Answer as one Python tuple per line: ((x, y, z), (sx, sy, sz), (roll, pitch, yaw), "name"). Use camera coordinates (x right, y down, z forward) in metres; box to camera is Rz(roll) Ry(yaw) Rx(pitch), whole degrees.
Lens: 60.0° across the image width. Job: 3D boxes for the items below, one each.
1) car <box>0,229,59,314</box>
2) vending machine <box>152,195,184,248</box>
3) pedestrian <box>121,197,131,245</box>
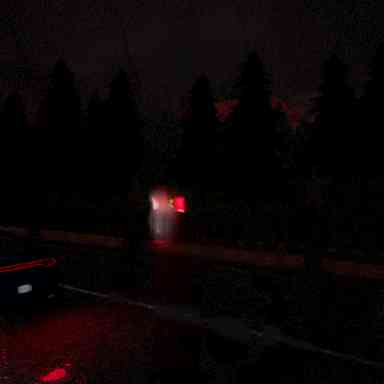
((-4.899, 1.459, 6.849), (5.008, 1.535, 1.882), (0, 0, 32), "car")
((-0.978, 1.169, 13.776), (0.880, 2.100, 1.100), (0, 0, 31), "vending machine")
((-2.545, 1.115, 13.008), (0.375, 1.860, 0.375), (0, 0, 30), "pedestrian")
